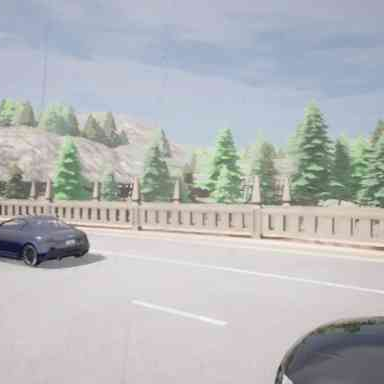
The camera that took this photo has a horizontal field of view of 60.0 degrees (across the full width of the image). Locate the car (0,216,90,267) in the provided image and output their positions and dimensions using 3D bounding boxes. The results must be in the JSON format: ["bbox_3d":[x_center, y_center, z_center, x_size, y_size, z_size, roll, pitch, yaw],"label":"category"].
[{"bbox_3d":[-5.440,1.493,11.138,4.181,1.385,1.994,0,0,30],"label":"car"}]

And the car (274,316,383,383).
[{"bbox_3d":[2.877,1.485,1.750,4.902,1.511,2.128,0,0,36],"label":"car"}]
